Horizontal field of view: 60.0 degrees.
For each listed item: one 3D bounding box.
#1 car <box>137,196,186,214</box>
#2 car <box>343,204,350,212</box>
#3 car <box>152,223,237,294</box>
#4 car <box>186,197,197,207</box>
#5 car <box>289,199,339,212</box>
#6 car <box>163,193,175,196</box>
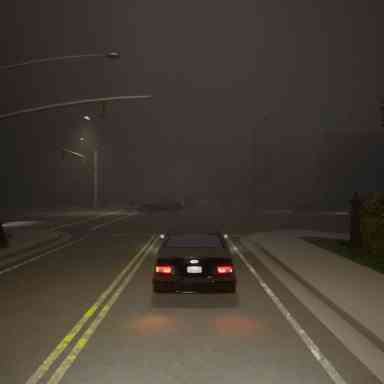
[{"bbox_3d":[-3.313,1.517,35.112,4.902,1.511,2.128,0,0,-1],"label":"car"},{"bbox_3d":[18.985,1.504,35.340,5.357,1.411,2.033,0,0,-1],"label":"car"},{"bbox_3d":[0.053,1.547,8.934,2.033,1.411,5.357,0,0,0],"label":"car"},{"bbox_3d":[-0.165,1.524,52.118,1.812,1.442,4.674,0,0,1],"label":"car"},{"bbox_3d":[14.168,1.531,38.793,5.357,1.411,2.033,0,0,0],"label":"car"},{"bbox_3d":[-3.719,1.220,53.968,2.150,2.045,5.566,0,0,0],"label":"car"}]
